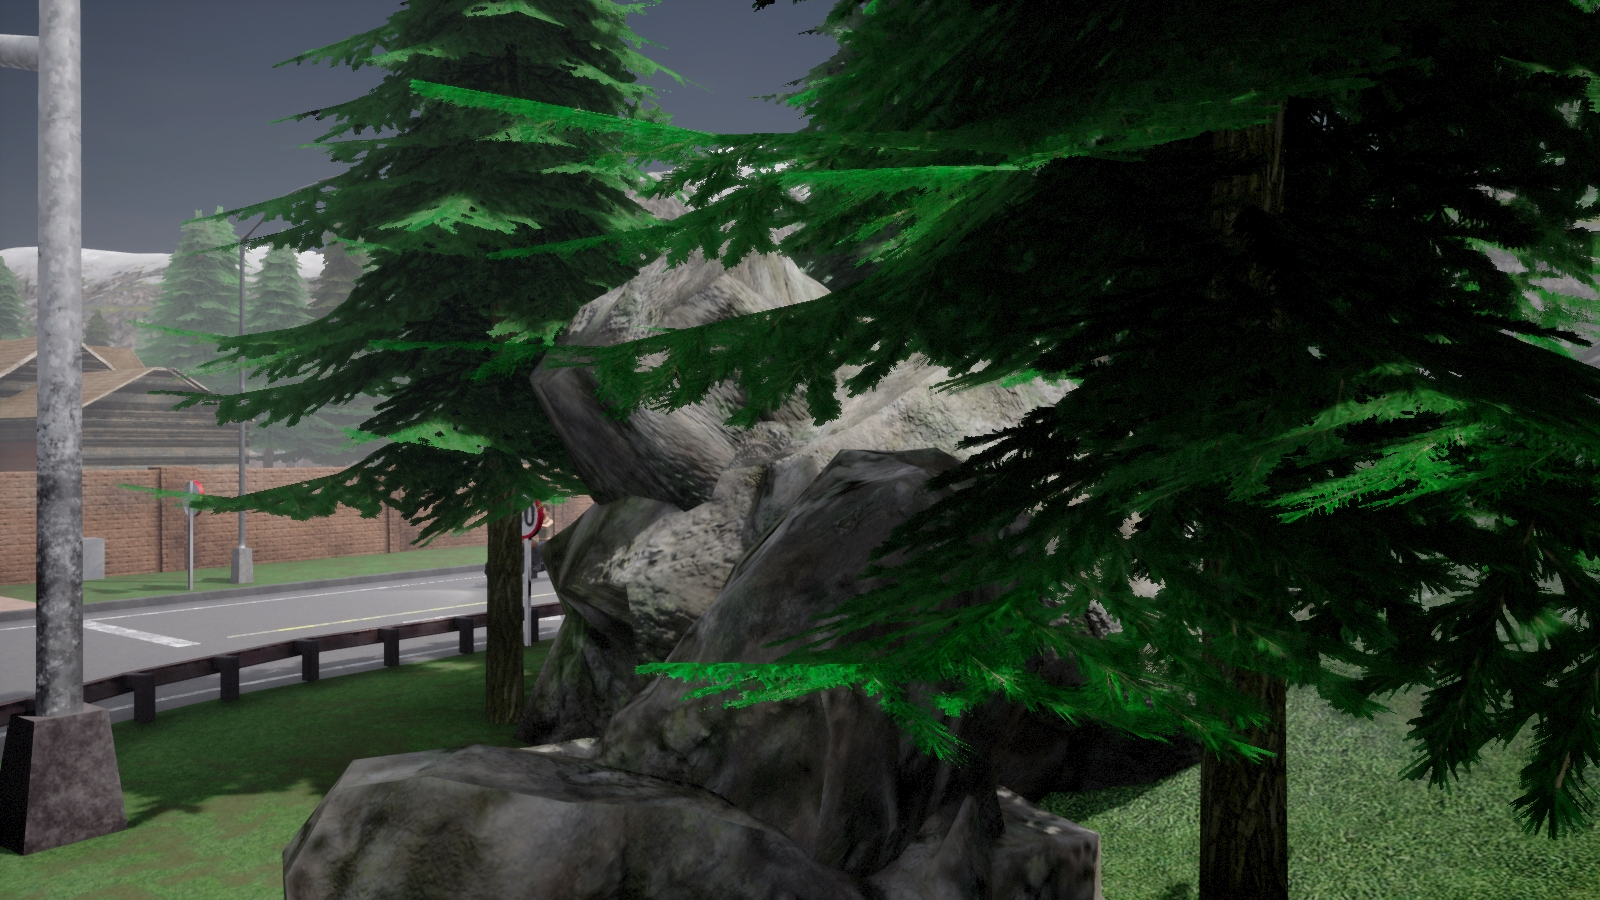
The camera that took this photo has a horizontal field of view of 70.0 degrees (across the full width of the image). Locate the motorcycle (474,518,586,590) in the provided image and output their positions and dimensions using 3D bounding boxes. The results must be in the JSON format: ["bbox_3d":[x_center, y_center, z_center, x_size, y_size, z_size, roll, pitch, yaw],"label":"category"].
[{"bbox_3d":[-5.636,2.150,24.014,0.764,1.277,2.356,0,0,36],"label":"motorcycle"}]
